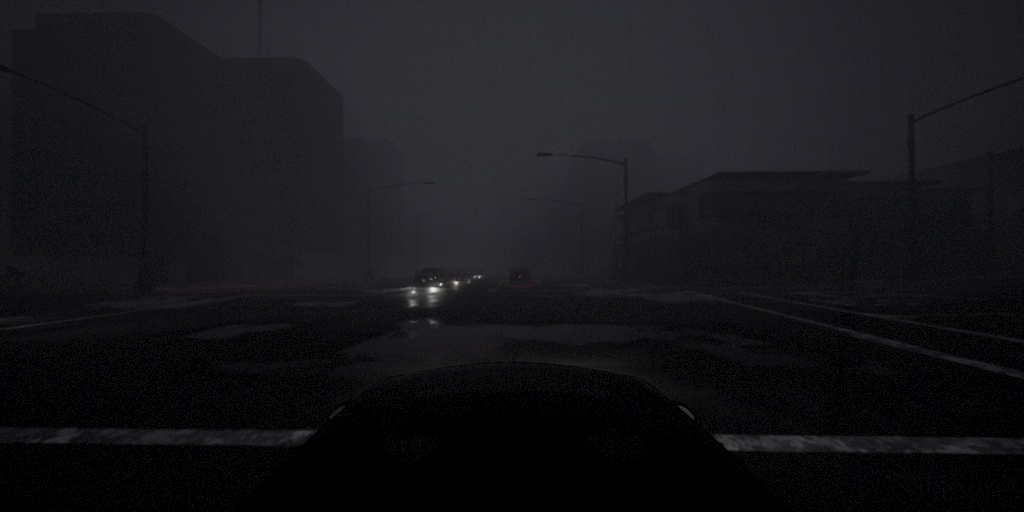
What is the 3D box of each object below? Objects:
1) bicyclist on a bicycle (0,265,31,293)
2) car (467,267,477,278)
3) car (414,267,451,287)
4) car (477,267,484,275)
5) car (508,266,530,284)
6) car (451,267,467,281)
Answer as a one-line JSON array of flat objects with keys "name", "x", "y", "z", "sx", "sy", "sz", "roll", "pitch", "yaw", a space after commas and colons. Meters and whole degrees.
[{"name": "bicyclist on a bicycle", "x": -30.417, "y": 1.396, "z": 21.837, "sx": 0.582, "sy": 1.620, "sz": 1.656, "roll": 0, "pitch": 0, "yaw": 2}, {"name": "car", "x": -6.348, "y": 2.246, "z": 49.424, "sx": 1.882, "sy": 1.535, "sz": 5.008, "roll": 0, "pitch": -2, "yaw": 1}, {"name": "car", "x": -6.544, "y": 1.676, "z": 29.101, "sx": 1.837, "sy": 1.490, "sz": 4.892, "roll": 0, "pitch": -1, "yaw": 0}, {"name": "car", "x": -6.148, "y": 2.722, "z": 64.854, "sx": 2.128, "sy": 1.511, "sz": 4.902, "roll": 0, "pitch": -1, "yaw": 1}, {"name": "car", "x": 0.681, "y": 1.706, "z": 32.926, "sx": 1.882, "sy": 1.535, "sz": 5.008, "roll": 0, "pitch": -1, "yaw": 1}, {"name": "car", "x": -6.457, "y": 1.909, "z": 39.020, "sx": 1.882, "sy": 1.535, "sz": 5.008, "roll": 0, "pitch": -2, "yaw": 0}]
